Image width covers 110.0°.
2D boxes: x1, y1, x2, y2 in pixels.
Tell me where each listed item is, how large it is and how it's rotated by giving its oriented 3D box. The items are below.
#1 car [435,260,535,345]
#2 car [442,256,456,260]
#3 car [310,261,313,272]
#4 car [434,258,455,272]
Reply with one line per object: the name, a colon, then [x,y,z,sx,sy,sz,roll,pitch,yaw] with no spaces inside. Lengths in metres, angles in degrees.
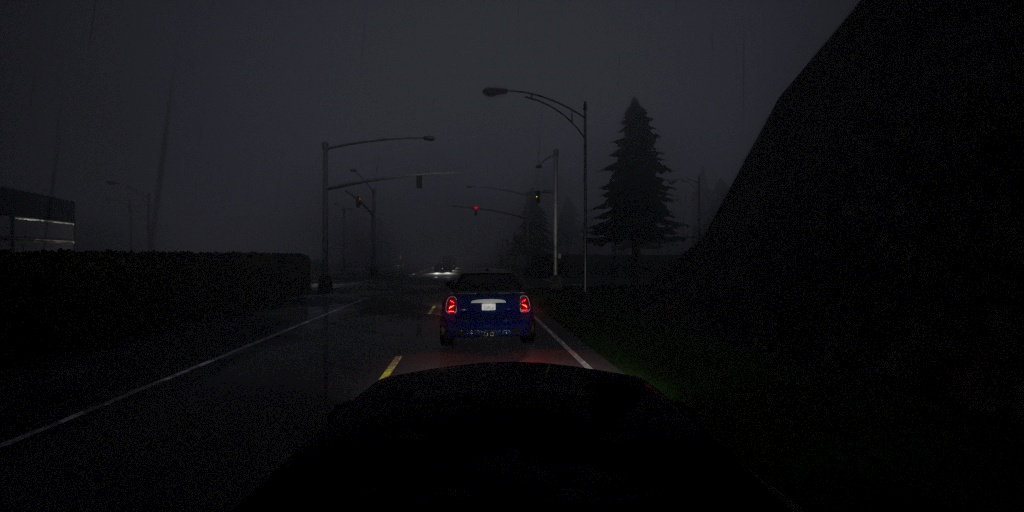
car: [-0.729,1.102,9.727,2.097,1.767,4.553,0,0,-6]
car: [-9.650,0.971,54.196,2.150,2.045,5.566,0,0,-7]
car: [-16.291,1.276,23.825,4.674,1.442,1.812,0,0,-7]
car: [-8.549,1.314,44.807,1.994,1.385,4.181,0,0,-7]
